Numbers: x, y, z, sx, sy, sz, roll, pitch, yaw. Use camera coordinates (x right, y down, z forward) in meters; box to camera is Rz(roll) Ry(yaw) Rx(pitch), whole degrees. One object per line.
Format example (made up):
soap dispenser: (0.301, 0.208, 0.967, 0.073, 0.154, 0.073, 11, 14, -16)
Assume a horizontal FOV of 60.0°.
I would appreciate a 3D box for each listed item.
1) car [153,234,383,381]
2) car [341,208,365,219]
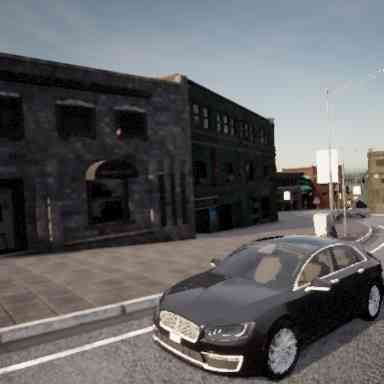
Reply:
car: (1.613, 1.554, 5.685, 4.892, 1.490, 1.837, 1, -1, -42)
car: (21.740, 2.921, 45.027, 1.994, 1.385, 4.181, -3, -3, 4)
